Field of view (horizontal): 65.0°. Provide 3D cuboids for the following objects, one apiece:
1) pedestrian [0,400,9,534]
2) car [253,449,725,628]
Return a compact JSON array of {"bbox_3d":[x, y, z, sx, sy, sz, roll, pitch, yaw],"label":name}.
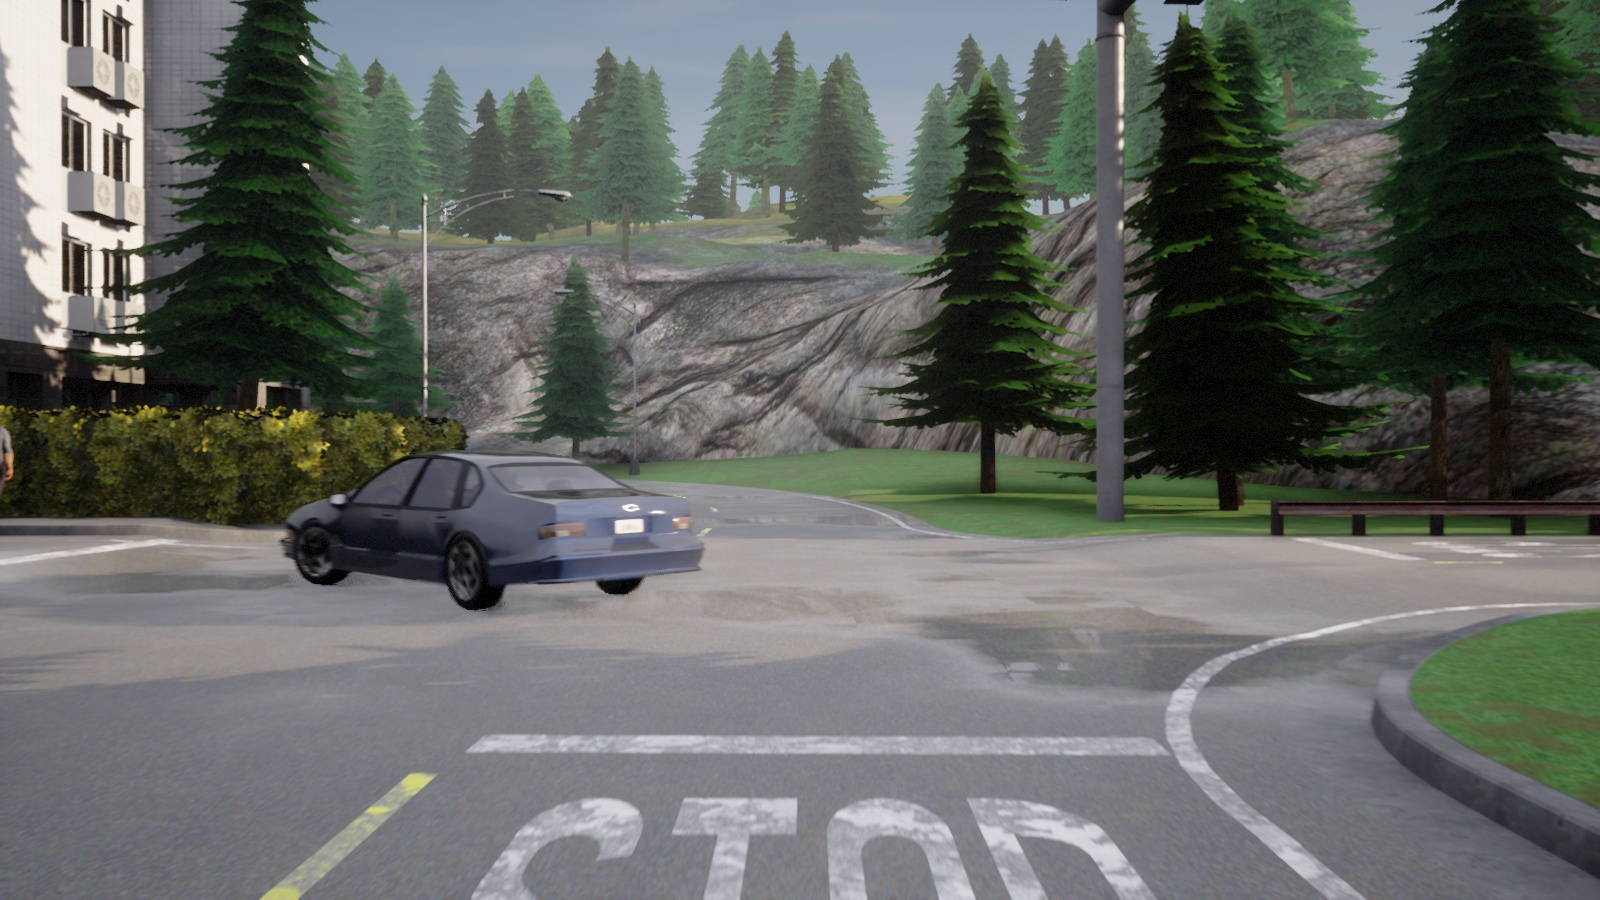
[{"bbox_3d":[-11.444,0.238,17.580,0.540,1.848,0.694,0,0,-24],"label":"pedestrian"},{"bbox_3d":[-3.317,0.698,12.518,5.357,1.411,2.033,0,0,44],"label":"car"}]
